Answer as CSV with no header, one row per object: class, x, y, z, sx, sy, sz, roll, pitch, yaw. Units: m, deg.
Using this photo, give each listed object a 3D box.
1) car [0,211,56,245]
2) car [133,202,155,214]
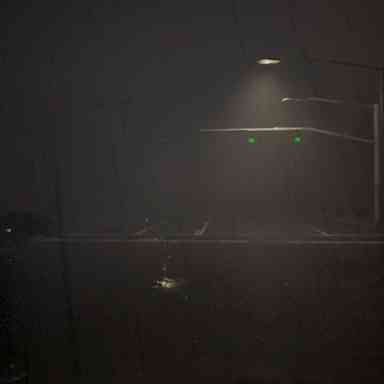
car,-8.625,1.701,16.831,1.812,1.442,4.674,0,-1,6
car,-6.102,2.023,42.788,1.882,1.535,5.008,0,-1,6
